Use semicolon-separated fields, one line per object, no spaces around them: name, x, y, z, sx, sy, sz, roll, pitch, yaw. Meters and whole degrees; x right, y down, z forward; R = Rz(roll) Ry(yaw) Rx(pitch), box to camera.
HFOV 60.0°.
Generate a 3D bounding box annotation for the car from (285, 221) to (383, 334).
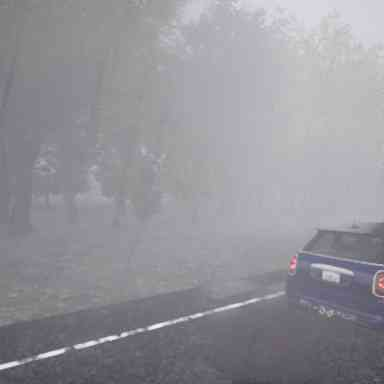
car;3.957;1.383;6.567;4.553;1.767;2.097;0;0;-35
